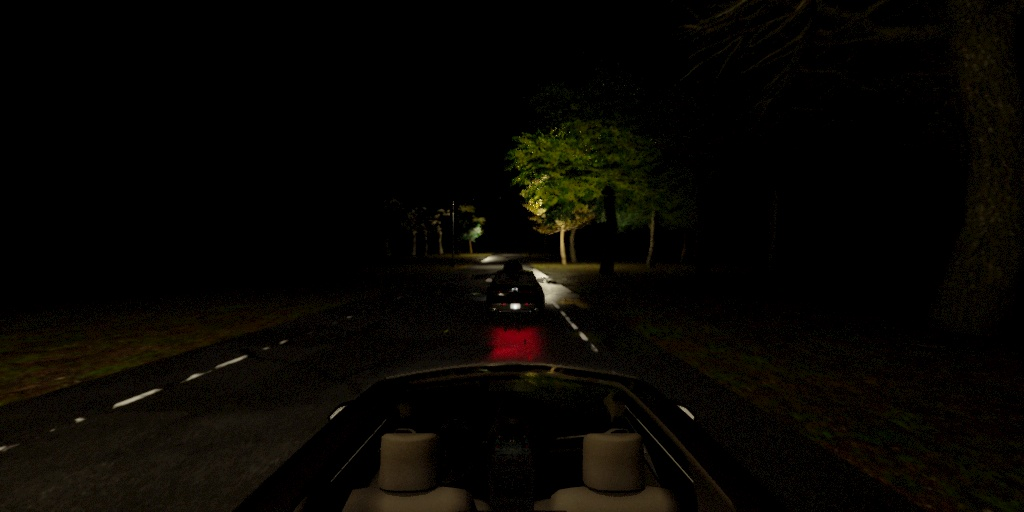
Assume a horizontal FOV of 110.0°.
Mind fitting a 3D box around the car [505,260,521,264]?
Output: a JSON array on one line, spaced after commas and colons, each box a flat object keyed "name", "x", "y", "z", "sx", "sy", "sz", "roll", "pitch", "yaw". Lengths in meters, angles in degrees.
[{"name": "car", "x": 0.097, "y": 1.138, "z": 35.208, "sx": 1.837, "sy": 1.490, "sz": 4.892, "roll": 0, "pitch": 0, "yaw": 0}]

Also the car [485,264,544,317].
[{"name": "car", "x": 0.099, "y": 1.224, "z": 12.954, "sx": 1.837, "sy": 1.490, "sz": 4.892, "roll": 0, "pitch": 0, "yaw": 0}]
